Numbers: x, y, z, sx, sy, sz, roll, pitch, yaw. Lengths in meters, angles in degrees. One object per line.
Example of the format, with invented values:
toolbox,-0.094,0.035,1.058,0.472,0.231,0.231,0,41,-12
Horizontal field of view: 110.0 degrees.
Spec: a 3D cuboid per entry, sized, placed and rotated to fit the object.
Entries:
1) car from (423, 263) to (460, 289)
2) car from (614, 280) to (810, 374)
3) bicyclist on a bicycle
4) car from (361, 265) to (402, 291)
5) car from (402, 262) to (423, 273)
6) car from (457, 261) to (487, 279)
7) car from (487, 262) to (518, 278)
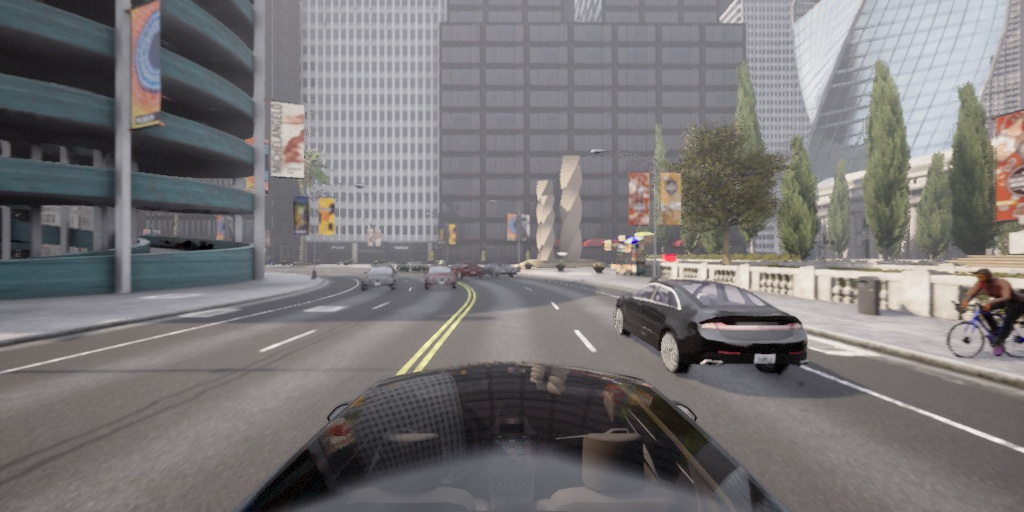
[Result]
car,-4.639,1.300,23.038,1.812,1.442,4.674,0,0,-14
car,3.573,1.240,7.492,2.128,1.511,4.902,0,0,0
bicyclist on a bicycle,8.612,1.046,6.432,1.656,1.620,0.582,0,0,-1
car,-8.035,1.301,22.191,1.812,1.442,4.674,0,0,-14
car,-11.947,1.359,42.720,1.895,1.301,4.718,0,0,-45
car,-4.266,1.231,32.007,1.882,1.535,5.008,0,0,-27
car,-1.441,1.299,34.125,2.033,1.411,5.357,0,0,-29
